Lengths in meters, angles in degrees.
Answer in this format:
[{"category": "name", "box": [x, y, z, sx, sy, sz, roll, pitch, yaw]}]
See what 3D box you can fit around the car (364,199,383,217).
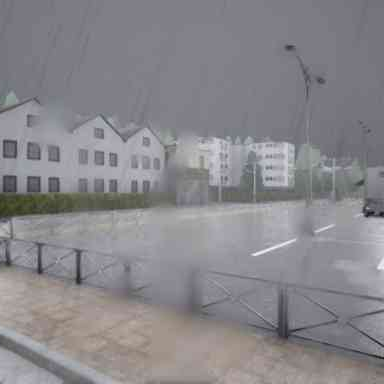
[{"category": "car", "box": [15.251, 1.297, 26.932, 2.007, 1.523, 4.514, 0, 0, 35]}]
